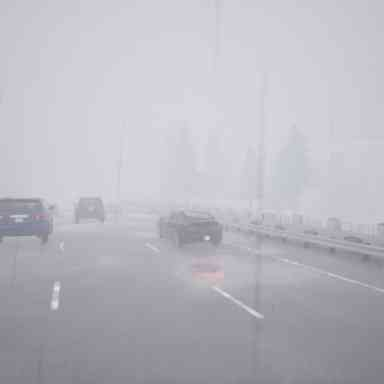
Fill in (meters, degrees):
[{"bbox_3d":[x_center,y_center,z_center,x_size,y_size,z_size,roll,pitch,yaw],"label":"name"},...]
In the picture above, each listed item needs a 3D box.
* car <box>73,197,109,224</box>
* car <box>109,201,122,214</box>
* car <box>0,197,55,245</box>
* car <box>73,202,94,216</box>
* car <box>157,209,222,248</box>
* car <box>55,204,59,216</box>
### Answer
[{"bbox_3d":[-8.362,1.416,26.982,2.150,2.045,5.566,0,-1,-20],"label":"car"},{"bbox_3d":[-9.794,1.845,40.828,1.882,1.535,5.008,0,-1,-20],"label":"car"},{"bbox_3d":[-8.104,1.292,16.295,2.150,2.045,5.566,0,-1,-20],"label":"car"},{"bbox_3d":[-12.360,1.883,37.683,2.033,1.411,5.357,0,-1,-20],"label":"car"},{"bbox_3d":[-0.256,1.556,15.286,1.837,1.490,4.892,0,0,-20],"label":"car"},{"bbox_3d":[-15.381,1.867,35.777,2.033,1.411,5.357,0,-1,-20],"label":"car"}]
